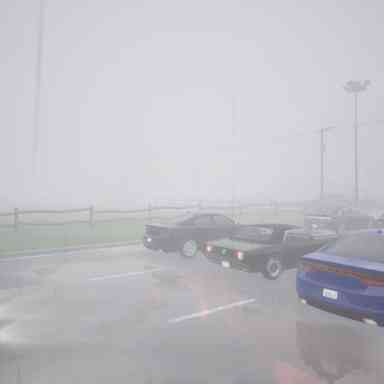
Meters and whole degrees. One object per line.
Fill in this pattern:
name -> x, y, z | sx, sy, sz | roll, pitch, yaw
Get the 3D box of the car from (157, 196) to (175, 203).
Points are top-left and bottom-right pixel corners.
car -> -5.284, 1.525, 65.978 | 1.812, 1.442, 4.674 | 0, 0, -36

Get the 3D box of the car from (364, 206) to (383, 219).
car -> 10.199, 1.505, 15.364 | 4.892, 1.490, 1.837 | 0, 0, -36

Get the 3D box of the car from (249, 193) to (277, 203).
car -> 12.463, 1.224, 59.436 | 2.150, 2.045, 5.566 | 0, 0, -36

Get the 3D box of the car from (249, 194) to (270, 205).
car -> 9.232, 1.505, 51.982 | 1.837, 1.490, 4.892 | 0, 0, -36

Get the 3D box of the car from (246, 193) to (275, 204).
car -> 13.221, 1.223, 64.382 | 2.150, 2.045, 5.566 | 0, 0, -36

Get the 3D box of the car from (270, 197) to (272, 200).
car -> 10.390, 1.548, 56.329 | 2.033, 1.411, 5.357 | 0, 0, -36

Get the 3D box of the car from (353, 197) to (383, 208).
car -> 25.757, 1.526, 47.560 | 1.812, 1.442, 4.674 | 0, 0, -39

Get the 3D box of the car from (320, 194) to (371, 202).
car -> 17.931, 1.221, 40.186 | 2.150, 2.045, 5.566 | 0, 0, -37

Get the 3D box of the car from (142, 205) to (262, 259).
car -> 0.560, 1.478, 12.755 | 5.008, 1.535, 1.882 | 0, 0, -36

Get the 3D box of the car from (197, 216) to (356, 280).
car -> 2.696, 1.601, 9.980 | 4.718, 1.301, 1.895 | 0, 0, -35

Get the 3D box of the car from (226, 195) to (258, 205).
car -> 6.996, 1.526, 49.121 | 1.812, 1.442, 4.674 | 0, 0, -37

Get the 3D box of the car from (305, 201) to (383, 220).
car -> 8.153, 1.491, 18.205 | 4.902, 1.511, 2.128 | 0, 0, -36

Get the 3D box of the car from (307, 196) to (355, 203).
car -> 15.381, 1.491, 37.791 | 2.128, 1.511, 4.902 | 0, 0, -37

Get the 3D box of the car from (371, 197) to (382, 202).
car -> 20.573, 1.220, 42.640 | 2.150, 2.045, 5.566 | 0, 0, -38

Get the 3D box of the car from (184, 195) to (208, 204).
car -> 0.360, 1.601, 64.172 | 1.895, 1.301, 4.718 | 0, 0, -36

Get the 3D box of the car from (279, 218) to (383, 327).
car -> 4.223, 1.478, 6.767 | 5.008, 1.535, 1.882 | 0, 0, -36

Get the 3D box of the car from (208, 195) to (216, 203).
car -> 2.098, 1.492, 67.776 | 2.128, 1.511, 4.902 | 0, 0, -36

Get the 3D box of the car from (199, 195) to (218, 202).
car -> 3.758, 1.421, 77.393 | 1.837, 1.490, 4.892 | 0, 0, -36

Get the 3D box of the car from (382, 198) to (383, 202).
car -> 23.751, 1.491, 44.299 | 2.128, 1.511, 4.902 | 0, 0, -39
